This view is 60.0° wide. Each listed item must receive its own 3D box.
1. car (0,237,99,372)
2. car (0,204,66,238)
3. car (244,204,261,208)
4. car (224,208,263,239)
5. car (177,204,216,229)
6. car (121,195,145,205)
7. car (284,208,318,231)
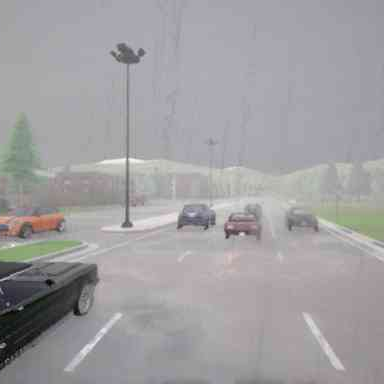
[{"bbox_3d":[-3.007,1.653,4.795,1.895,1.301,4.718,0,-1,5],"label":"car"},{"bbox_3d":[-9.122,1.552,18.613,2.097,1.767,4.553,0,-1,13],"label":"car"},{"bbox_3d":[6.427,1.941,35.065,2.033,1.411,5.357,0,-1,12],"label":"car"},{"bbox_3d":[2.968,1.811,18.780,1.895,1.301,4.718,0,-1,12],"label":"car"},{"bbox_3d":[0.446,1.615,23.751,2.097,1.767,4.553,0,-1,12],"label":"car"},{"bbox_3d":[-9.077,1.403,51.462,2.150,2.045,5.566,0,-1,12],"label":"car"},{"bbox_3d":[7.329,1.781,22.552,1.812,1.442,4.674,0,-1,12],"label":"car"}]
